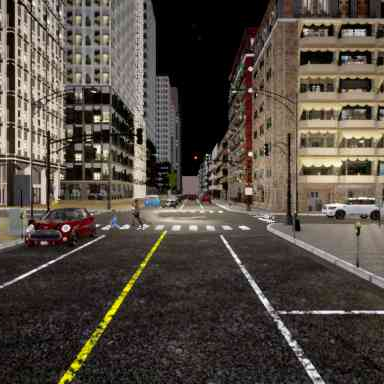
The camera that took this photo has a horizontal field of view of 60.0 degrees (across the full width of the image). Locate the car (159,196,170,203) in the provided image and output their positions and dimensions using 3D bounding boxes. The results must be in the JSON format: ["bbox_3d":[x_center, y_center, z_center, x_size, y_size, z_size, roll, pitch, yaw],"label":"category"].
[{"bbox_3d":[-5.705,1.550,69.315,1.752,1.417,4.829,0,0,0],"label":"car"}]

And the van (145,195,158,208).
[{"bbox_3d":[-5.701,1.352,47.281,1.690,1.788,3.998,0,0,0],"label":"van"}]

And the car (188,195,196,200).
[{"bbox_3d":[-0.015,1.484,86.814,1.895,1.301,4.718,0,0,0],"label":"car"}]

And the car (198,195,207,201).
[{"bbox_3d":[2.672,1.589,86.140,2.008,1.369,4.403,0,0,0],"label":"car"}]

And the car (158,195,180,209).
[{"bbox_3d":[-3.107,1.502,46.211,2.128,1.511,4.902,0,0,0],"label":"car"}]

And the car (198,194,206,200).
[{"bbox_3d":[2.670,1.359,91.691,2.192,1.841,5.009,0,0,0],"label":"car"}]

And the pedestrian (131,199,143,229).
[{"bbox_3d":[-3.309,1.295,20.142,0.375,1.860,0.375,0,0,0],"label":"pedestrian"}]

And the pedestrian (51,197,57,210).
[{"bbox_3d":[-7.862,1.145,18.941,0.375,1.860,0.375,0,0,0],"label":"pedestrian"}]

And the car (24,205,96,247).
[{"bbox_3d":[-5.694,1.441,14.807,1.967,1.590,4.097,0,0,0],"label":"car"}]

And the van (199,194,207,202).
[{"bbox_3d":[2.672,1.375,80.590,1.690,1.788,3.998,0,0,0],"label":"van"}]

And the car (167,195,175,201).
[{"bbox_3d":[-5.710,1.569,91.518,1.752,1.417,4.829,0,0,0],"label":"car"}]

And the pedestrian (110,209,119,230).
[{"bbox_3d":[-4.540,1.574,19.534,0.375,1.300,0.375,0,0,0],"label":"pedestrian"}]

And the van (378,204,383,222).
[{"bbox_3d":[16.925,1.706,25.545,3.998,1.788,1.690,1,-1,0],"label":"van"}]

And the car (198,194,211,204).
[{"bbox_3d":[2.676,1.336,63.937,2.192,1.841,5.009,0,0,0],"label":"car"}]

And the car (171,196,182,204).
[{"bbox_3d":[-3.043,1.586,65.872,1.994,1.385,4.181,0,0,1],"label":"car"}]

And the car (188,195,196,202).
[{"bbox_3d":[-0.012,1.500,76.361,1.882,1.535,5.008,0,0,0],"label":"car"}]

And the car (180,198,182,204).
[{"bbox_3d":[-3.100,1.507,55.671,2.128,1.511,4.902,0,0,0],"label":"car"}]

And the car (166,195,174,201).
[{"bbox_3d":[-5.709,1.479,86.137,1.967,1.590,4.097,0,0,0],"label":"car"}]

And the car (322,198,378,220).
[{"bbox_3d":[15.280,1.546,31.473,5.566,2.045,2.150,1,0,-2],"label":"car"}]
